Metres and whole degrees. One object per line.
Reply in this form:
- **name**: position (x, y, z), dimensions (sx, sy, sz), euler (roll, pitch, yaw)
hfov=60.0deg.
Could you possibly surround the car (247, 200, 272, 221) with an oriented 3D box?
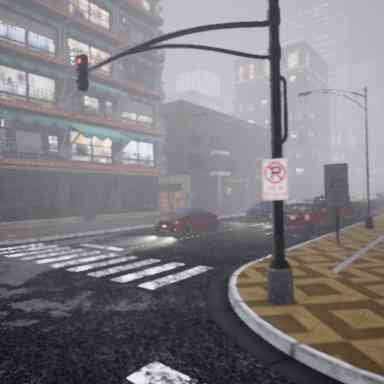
- **car**: position (6.220, 1.413, 27.028), dimensions (1.882, 1.535, 5.008), euler (-2, -1, 38)

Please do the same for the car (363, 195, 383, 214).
- **car**: position (16.597, 1.283, 31.528), dimensions (1.887, 1.381, 4.507), euler (-1, 0, 38)

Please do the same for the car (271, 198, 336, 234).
- **car**: position (6.273, 1.308, 18.301), dimensions (1.967, 1.590, 4.097), euler (-1, 0, 38)

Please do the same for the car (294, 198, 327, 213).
- **car**: position (12.563, 1.382, 35.143), dimensions (1.812, 1.442, 4.674), euler (-2, -1, 38)

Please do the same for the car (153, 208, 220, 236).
- **car**: position (-0.222, 1.580, 18.777), dimensions (1.994, 1.385, 4.181), euler (-2, -1, 38)

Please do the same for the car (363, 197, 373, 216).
- **car**: position (13.157, 1.364, 27.118), dimensions (1.802, 1.307, 4.206), euler (-1, 0, 38)

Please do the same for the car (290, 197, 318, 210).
- **car**: position (13.722, 1.397, 40.651), dimensions (1.752, 1.417, 4.829), euler (-1, 0, 38)

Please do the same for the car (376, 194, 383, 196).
- **car**: position (20.038, 1.246, 35.937), dimensions (2.008, 1.369, 4.403), euler (-1, 0, 38)

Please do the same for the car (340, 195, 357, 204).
- **car**: position (27.484, 1.223, 58.289), dimensions (1.752, 1.417, 4.829), euler (-1, 0, 38)

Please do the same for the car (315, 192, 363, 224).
- **car**: position (9.711, 1.140, 22.711), dimensions (2.192, 1.841, 5.009), euler (-1, 0, 38)

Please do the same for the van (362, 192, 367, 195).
- **van**: position (34.466, 0.950, 67.243), dimensions (1.690, 1.788, 3.998), euler (-1, 0, 38)
